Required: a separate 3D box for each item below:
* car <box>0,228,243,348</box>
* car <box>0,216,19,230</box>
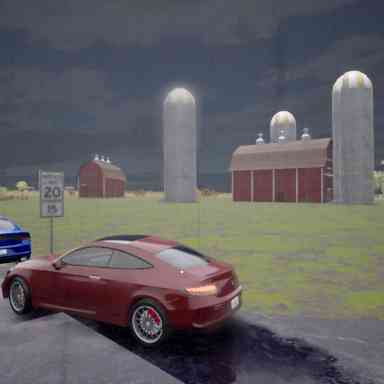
[{"bbox_3d":[-1.393,1.529,6.166,4.674,1.442,1.812,0,0,27],"label":"car"},{"bbox_3d":[-6.948,1.481,10.738,5.008,1.535,1.882,0,0,43],"label":"car"}]
